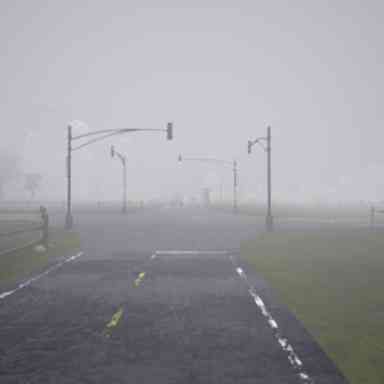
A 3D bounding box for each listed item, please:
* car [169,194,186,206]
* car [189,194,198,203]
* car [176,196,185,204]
[{"bbox_3d":[-2.614,1.372,56.985,2.150,2.045,5.566,0,0,1],"label":"car"},{"bbox_3d":[0.299,1.710,78.302,1.837,1.490,4.892,0,0,0],"label":"car"},{"bbox_3d":[-2.484,1.724,72.420,1.812,1.442,4.674,0,0,0],"label":"car"}]
